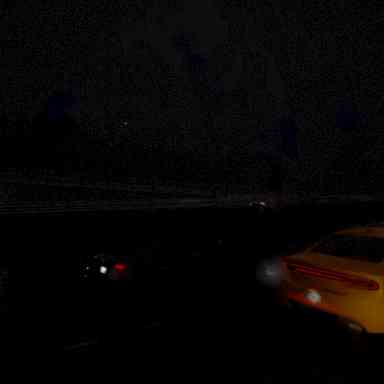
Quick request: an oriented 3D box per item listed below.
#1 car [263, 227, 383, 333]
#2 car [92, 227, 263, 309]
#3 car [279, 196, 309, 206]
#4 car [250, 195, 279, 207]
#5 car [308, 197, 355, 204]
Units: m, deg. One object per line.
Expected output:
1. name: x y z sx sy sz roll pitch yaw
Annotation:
1. car: 3.879 1.433 6.515 5.008 1.535 1.882 0 0 -35
2. car: -0.176 1.536 7.920 4.181 1.385 1.994 0 0 -36
3. car: 11.352 1.311 33.586 4.892 1.490 1.837 -1 0 -35
4. car: 8.312 1.167 35.716 4.553 1.767 2.097 0 0 -35
5. car: 13.385 1.297 30.737 4.902 1.511 2.128 -1 0 -35
